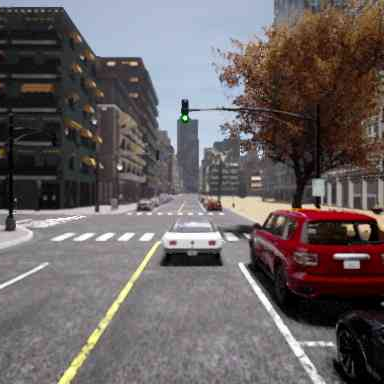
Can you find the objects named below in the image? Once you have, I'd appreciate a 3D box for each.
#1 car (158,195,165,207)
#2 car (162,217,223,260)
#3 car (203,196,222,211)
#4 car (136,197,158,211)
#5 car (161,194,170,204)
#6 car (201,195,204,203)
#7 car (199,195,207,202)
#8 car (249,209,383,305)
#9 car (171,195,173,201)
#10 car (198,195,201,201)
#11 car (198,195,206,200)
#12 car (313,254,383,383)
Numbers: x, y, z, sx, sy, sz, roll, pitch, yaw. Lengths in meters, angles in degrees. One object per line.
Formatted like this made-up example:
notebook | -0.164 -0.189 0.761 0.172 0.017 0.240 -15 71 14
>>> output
car | -5.698 1.518 51.438 2.008 1.369 4.403 0 0 0
car | 0.034 1.588 12.438 1.895 1.301 4.718 0 0 0
car | 2.684 1.514 40.374 1.887 1.381 4.507 0 0 0
car | -5.696 1.520 40.372 2.008 1.369 4.403 0 0 0
car | -5.700 1.409 62.503 1.967 1.590 4.097 0 0 0
car | 2.682 1.493 51.609 1.752 1.417 4.829 0 0 0
car | 2.676 1.499 79.273 1.752 1.417 4.829 0 0 0
car | 2.691 1.307 7.986 2.192 1.841 5.009 0 0 0
car | -5.703 1.554 73.568 1.802 1.307 4.206 0 0 0
car | 2.679 1.553 68.037 1.802 1.307 4.206 0 0 0
car | 2.674 1.525 90.168 1.887 1.381 4.507 0 0 0
car | 2.692 1.563 2.463 1.947 1.339 4.313 0 0 0
